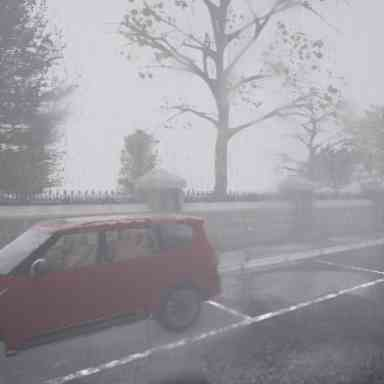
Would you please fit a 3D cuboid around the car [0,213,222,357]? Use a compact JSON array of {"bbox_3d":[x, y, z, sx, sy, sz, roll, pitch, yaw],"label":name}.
[{"bbox_3d":[-1.790,1.320,5.279,5.009,1.841,2.192,0,0,-35],"label":"car"}]
